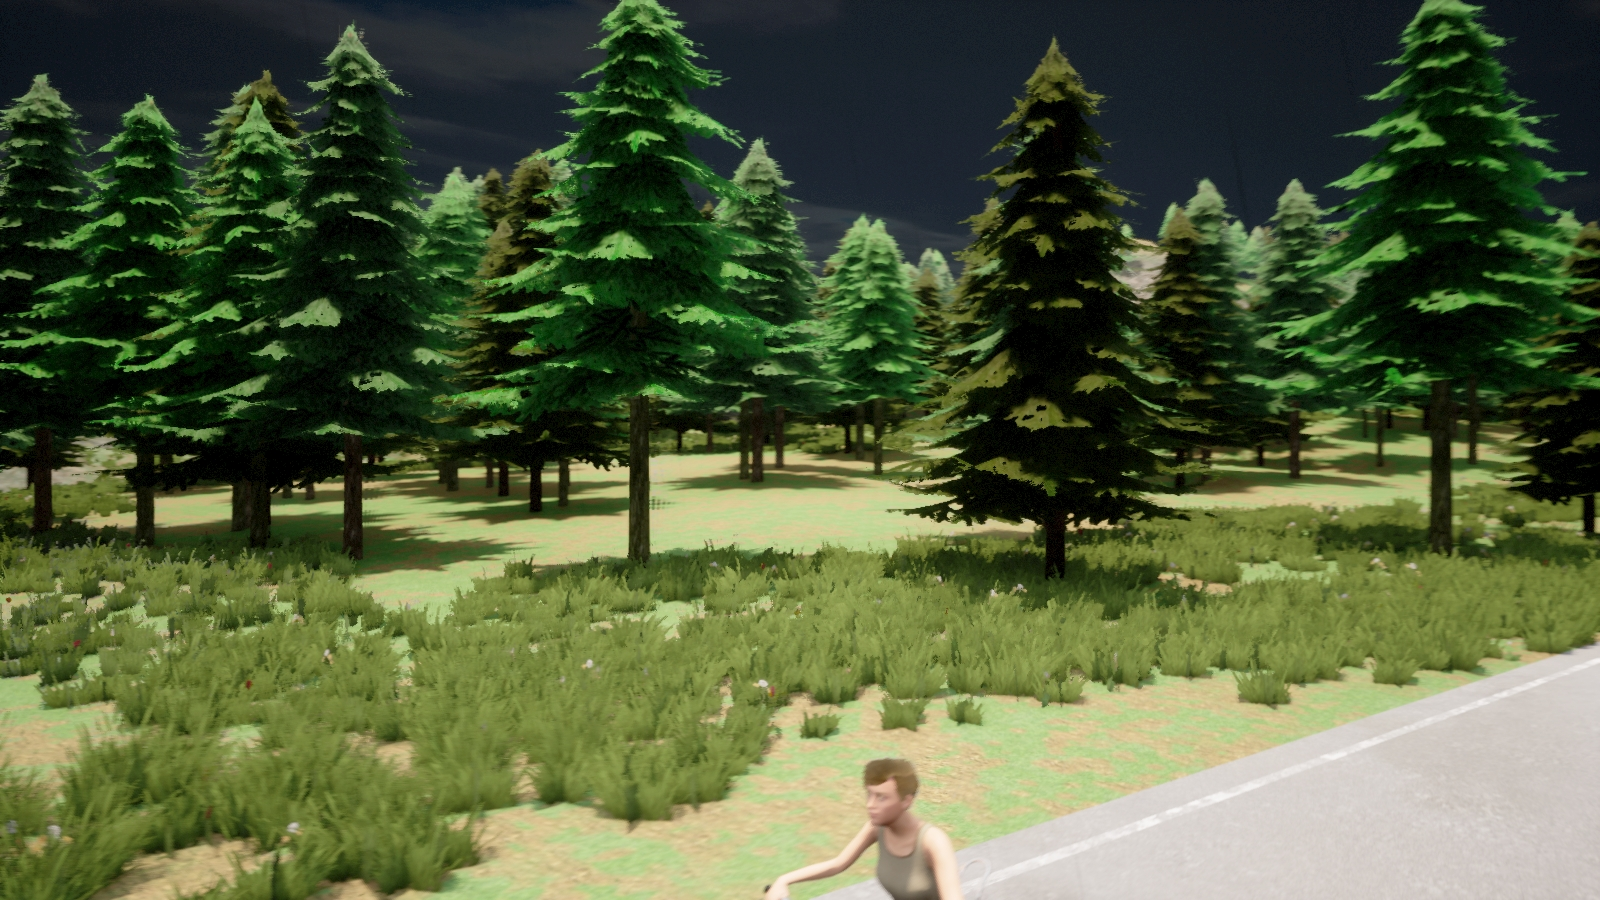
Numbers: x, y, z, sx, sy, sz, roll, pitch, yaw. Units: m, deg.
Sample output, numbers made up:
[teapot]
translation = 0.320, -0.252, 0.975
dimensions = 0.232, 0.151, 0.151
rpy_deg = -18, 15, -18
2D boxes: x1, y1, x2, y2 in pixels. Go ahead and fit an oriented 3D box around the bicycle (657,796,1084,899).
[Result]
[bicycle]
translation = 0.304, 2.137, 4.478
dimensions = 1.487, 1.080, 0.859
rpy_deg = 0, 0, -40
